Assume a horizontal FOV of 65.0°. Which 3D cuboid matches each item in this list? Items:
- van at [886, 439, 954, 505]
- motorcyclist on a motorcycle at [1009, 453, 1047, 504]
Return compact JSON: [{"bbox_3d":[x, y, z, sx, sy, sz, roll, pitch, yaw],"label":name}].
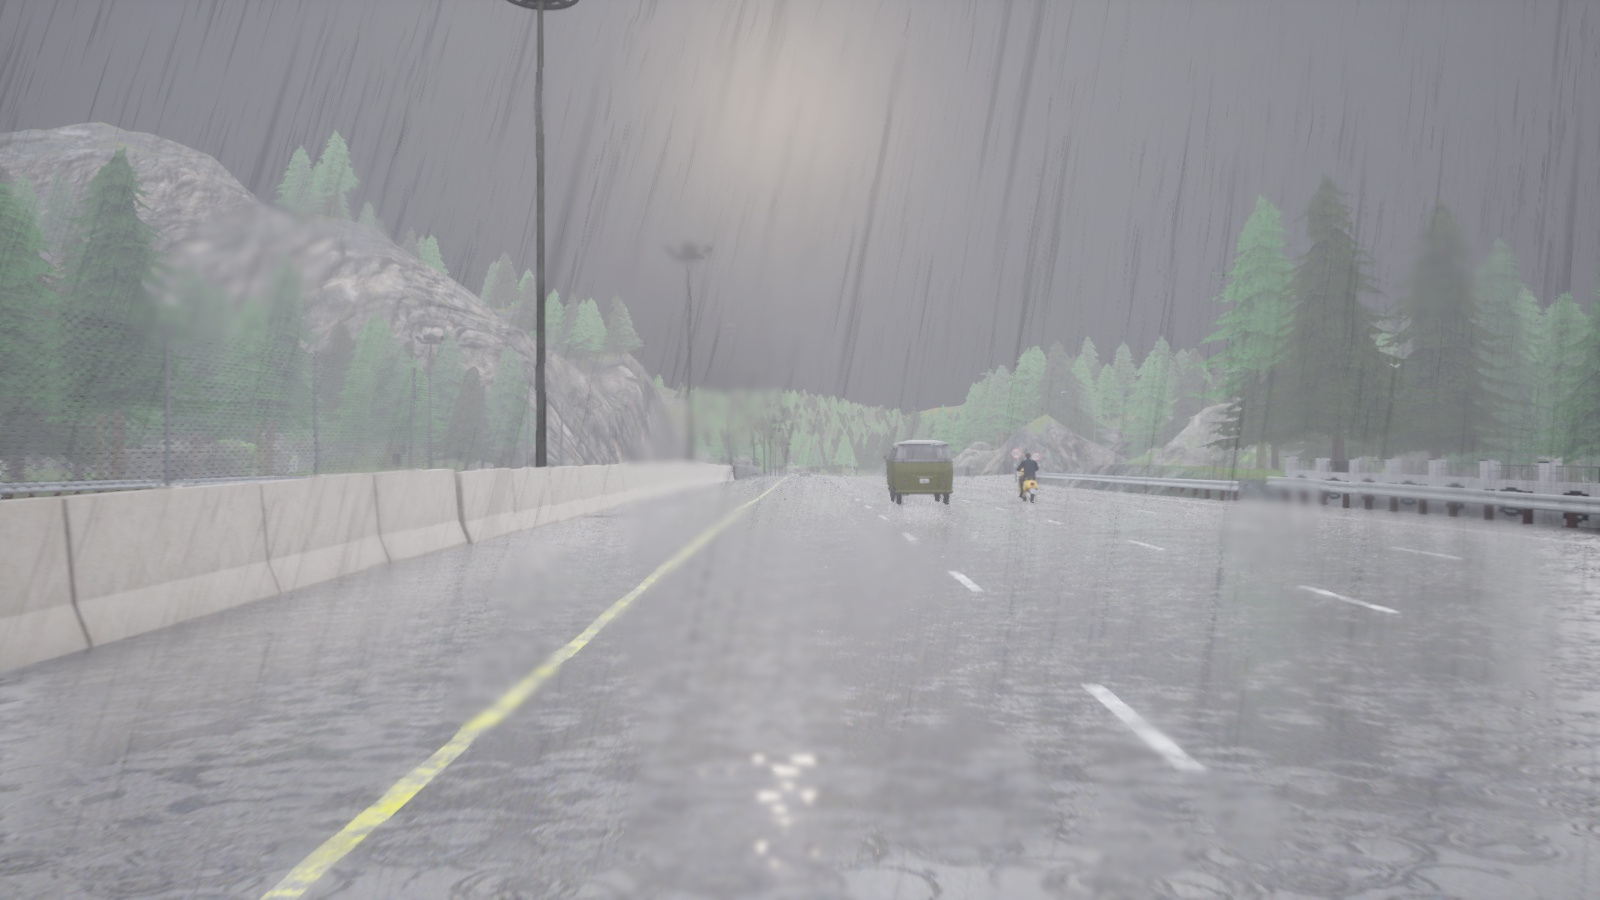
[{"bbox_3d":[3.742,0.683,39.808,1.775,1.987,4.442,0,-1,0],"label":"van"},{"bbox_3d":[7.242,0.888,39.938,0.866,1.590,1.817,0,-1,0],"label":"motorcyclist on a motorcycle"}]
